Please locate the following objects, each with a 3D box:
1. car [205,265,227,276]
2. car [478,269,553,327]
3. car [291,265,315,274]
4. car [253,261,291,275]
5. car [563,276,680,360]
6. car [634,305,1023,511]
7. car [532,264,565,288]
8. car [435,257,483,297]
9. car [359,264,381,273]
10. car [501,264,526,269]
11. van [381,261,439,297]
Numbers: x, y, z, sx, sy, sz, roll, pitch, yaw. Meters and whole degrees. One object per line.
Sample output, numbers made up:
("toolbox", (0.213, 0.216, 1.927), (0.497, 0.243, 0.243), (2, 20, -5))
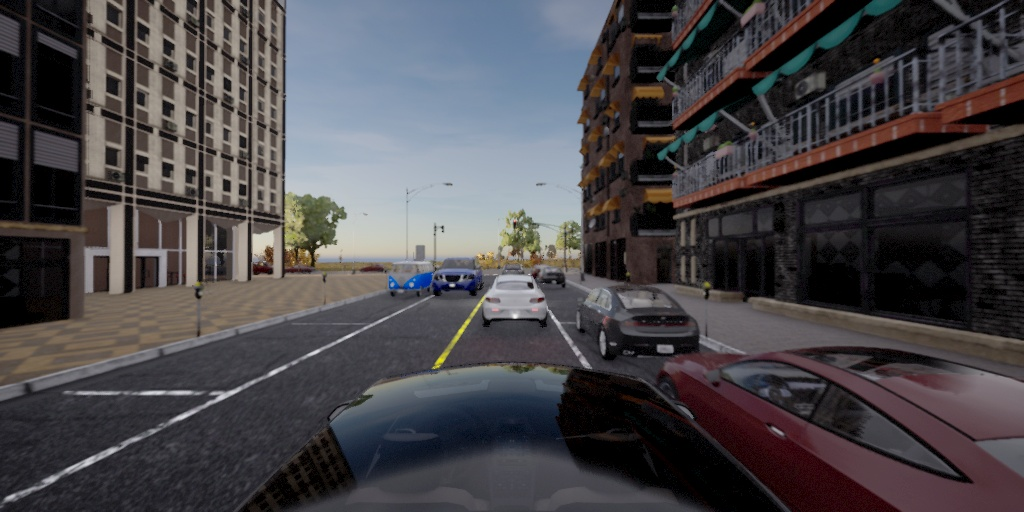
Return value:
("car", (-36.979, 1.924, 45.311), (4.313, 1.339, 1.948), (0, 0, 0))
("car", (0.088, 1.320, 11.627), (1.812, 1.442, 4.674), (0, 0, 0))
("car", (-31.663, 1.937, 53.381), (4.207, 1.307, 1.802), (0, 0, 0))
("car", (-31.432, 1.606, 45.315), (5.009, 1.841, 2.192), (0, 0, 0))
("car", (2.566, 1.329, 8.199), (2.007, 1.370, 4.403), (0, 0, 0))
("car", (2.566, 1.336, 2.672), (1.802, 1.307, 4.207), (0, 0, 0))
("car", (2.663, 1.403, 24.777), (2.007, 1.370, 4.403), (0, 0, 0))
("car", (-2.847, 1.053, 19.893), (2.150, 2.045, 5.566), (0, 0, 0))
("car", (-20.580, 1.804, 53.517), (4.207, 1.307, 1.802), (0, 0, 0))
("car", (0.092, 1.366, 29.992), (2.128, 1.511, 4.902), (0, 0, 0))
("van", (-5.346, 1.170, 19.303), (1.690, 1.789, 3.998), (0, 0, 0))
